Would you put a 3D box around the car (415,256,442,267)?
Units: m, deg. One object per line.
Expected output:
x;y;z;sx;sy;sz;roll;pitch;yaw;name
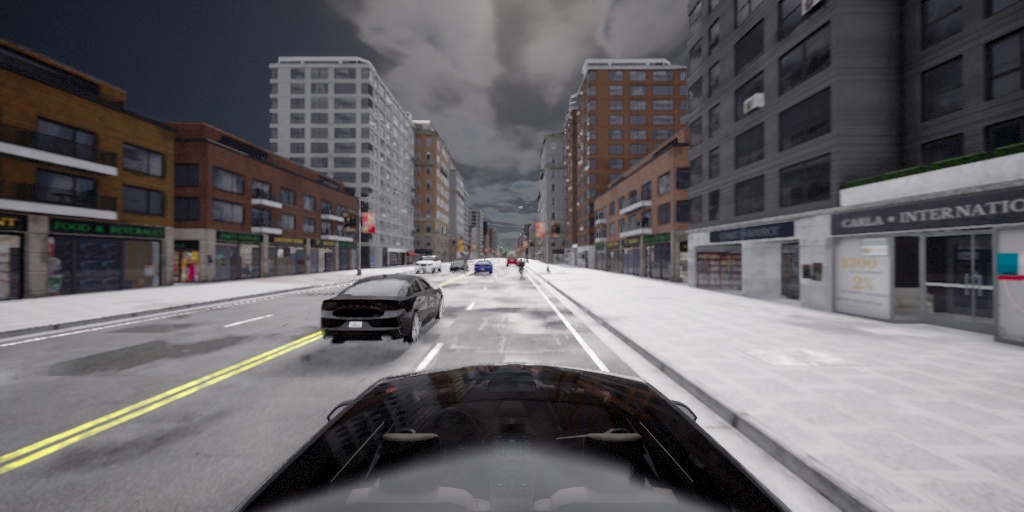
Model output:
-9.822;0.976;42.441;2.150;2.045;5.566;0;0;0;car

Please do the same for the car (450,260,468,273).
-6.571;1.258;44.661;1.837;1.490;4.892;0;0;0;car

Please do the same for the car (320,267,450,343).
-3.150;1.228;9.691;1.882;1.535;5.008;0;0;0;car

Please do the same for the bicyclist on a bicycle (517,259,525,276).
0.900;1.121;32.448;0.659;1.776;1.843;0;0;0;bicyclist on a bicycle

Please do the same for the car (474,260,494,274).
-3.142;1.229;40.727;1.882;1.535;5.008;0;0;0;car
